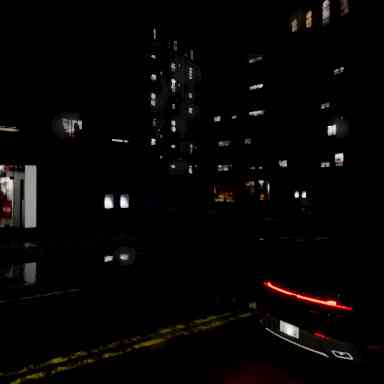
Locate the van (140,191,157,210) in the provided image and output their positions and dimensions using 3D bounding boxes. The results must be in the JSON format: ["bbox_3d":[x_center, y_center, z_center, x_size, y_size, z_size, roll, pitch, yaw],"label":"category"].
[{"bbox_3d":[-5.010,0.817,32.552,3.998,1.788,1.690,1,0,37],"label":"van"}]

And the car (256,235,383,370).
[{"bbox_3d":[3.237,1.507,5.621,4.892,1.490,1.837,0,0,-35],"label":"car"}]

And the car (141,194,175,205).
[{"bbox_3d":[-4.359,0.962,42.548,4.206,1.307,1.802,1,0,37],"label":"car"}]

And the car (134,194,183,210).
[{"bbox_3d":[-3.515,0.972,34.646,4.902,1.511,2.128,1,1,37],"label":"car"}]

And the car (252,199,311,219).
[{"bbox_3d":[7.087,1.271,26.678,4.674,1.442,1.812,1,1,37],"label":"car"}]

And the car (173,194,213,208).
[{"bbox_3d":[0.054,1.042,39.223,4.403,1.369,2.008,1,0,37],"label":"car"}]

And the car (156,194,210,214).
[{"bbox_3d":[-0.603,1.138,29.225,4.403,1.369,2.008,1,0,37],"label":"car"}]
